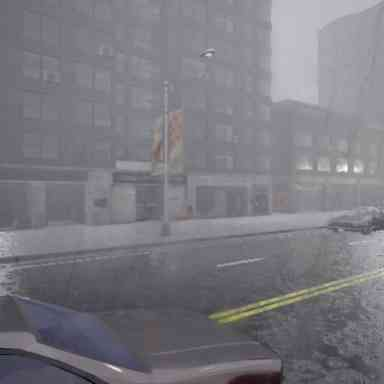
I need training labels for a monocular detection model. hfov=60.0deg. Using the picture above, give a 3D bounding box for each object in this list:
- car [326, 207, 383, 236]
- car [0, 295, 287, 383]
[{"bbox_3d":[9.841,1.559,18.686,5.357,1.411,2.033,0,0,-36],"label":"car"},{"bbox_3d":[-1.690,1.547,2.233,5.357,1.411,2.033,0,0,-35],"label":"car"}]
